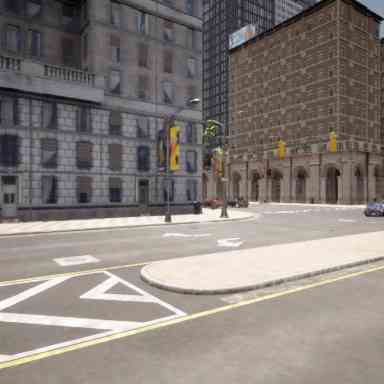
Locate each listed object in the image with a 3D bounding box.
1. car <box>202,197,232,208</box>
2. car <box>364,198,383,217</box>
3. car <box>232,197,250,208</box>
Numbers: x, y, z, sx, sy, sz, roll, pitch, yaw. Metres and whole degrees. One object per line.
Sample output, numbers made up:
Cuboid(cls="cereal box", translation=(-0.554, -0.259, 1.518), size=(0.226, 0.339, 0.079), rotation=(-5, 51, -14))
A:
Cuboid(cls="car", translation=(3.039, 1.526, 46.977), size=(1.812, 1.442, 4.674), rotation=(0, 0, -35))
Cuboid(cls="car", translation=(17.619, 1.352, 30.203), size=(4.553, 1.767, 2.097), rotation=(0, 0, -35))
Cuboid(cls="car", translation=(6.246, 1.505, 48.495), size=(1.837, 1.490, 4.892), rotation=(0, 0, -35))
